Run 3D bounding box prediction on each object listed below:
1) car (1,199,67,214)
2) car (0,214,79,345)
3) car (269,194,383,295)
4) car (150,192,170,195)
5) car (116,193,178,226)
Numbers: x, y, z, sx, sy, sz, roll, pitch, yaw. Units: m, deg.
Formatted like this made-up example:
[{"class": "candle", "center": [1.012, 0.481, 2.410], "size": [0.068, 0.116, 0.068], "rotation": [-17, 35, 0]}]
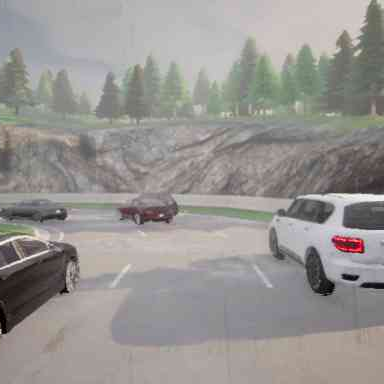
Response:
[{"class": "car", "center": [-9.981, 1.135, 20.957], "size": [4.181, 1.385, 1.994], "rotation": [1, 1, 23]}, {"class": "car", "center": [-3.377, 1.378, 5.394], "size": [2.128, 1.511, 4.902], "rotation": [0, 1, 0]}, {"class": "car", "center": [3.571, 1.051, 8.408], "size": [2.150, 2.045, 5.566], "rotation": [0, 1, 0]}, {"class": "car", "center": [-3.210, 0.844, 25.053], "size": [4.553, 1.767, 2.097], "rotation": [1, 2, 41]}, {"class": "car", "center": [-2.997, 1.068, 20.156], "size": [1.882, 1.535, 5.008], "rotation": [0, 1, -33]}]
